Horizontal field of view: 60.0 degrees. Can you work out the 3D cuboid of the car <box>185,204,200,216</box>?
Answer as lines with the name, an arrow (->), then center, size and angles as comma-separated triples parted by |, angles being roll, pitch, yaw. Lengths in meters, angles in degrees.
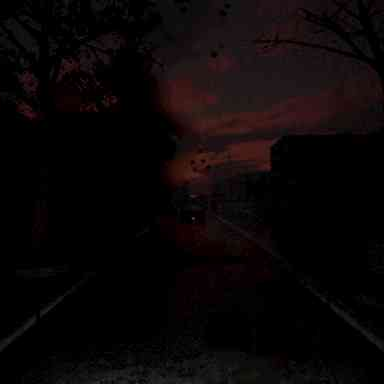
car -> 0.070, 2.306, 42.838 | 1.837, 1.490, 4.892 | 0, -2, 0

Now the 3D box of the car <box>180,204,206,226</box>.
car -> 0.093, 1.732, 25.530 | 1.882, 1.535, 5.008 | 0, -1, 0
